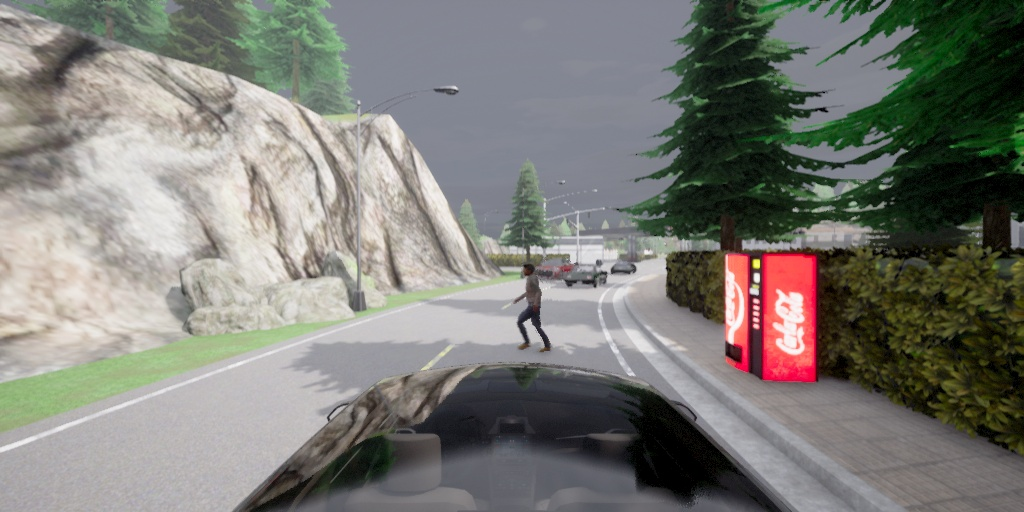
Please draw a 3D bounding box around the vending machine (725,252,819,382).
[{"bbox_3d":[4.104,0.926,5.773,1.100,2.100,0.880,0,0,6],"label":"vending machine"}]

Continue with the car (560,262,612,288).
[{"bbox_3d":[4.845,1.255,22.933,1.895,1.301,4.718,0,0,24],"label":"car"}]

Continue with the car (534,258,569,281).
[{"bbox_3d":[3.376,0.981,28.348,2.097,1.767,4.553,0,0,26],"label":"car"}]

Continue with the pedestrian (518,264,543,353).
[{"bbox_3d":[0.377,1.019,7.240,0.375,1.860,0.375,0,0,7],"label":"pedestrian"}]

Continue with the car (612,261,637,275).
[{"bbox_3d":[11.496,1.155,36.676,1.994,1.385,4.181,0,0,28],"label":"car"}]
